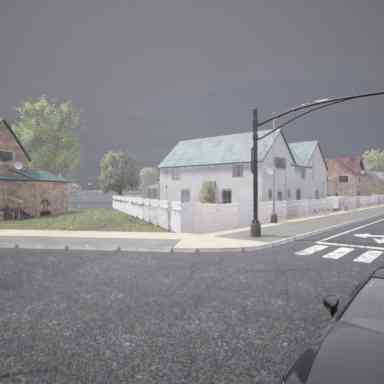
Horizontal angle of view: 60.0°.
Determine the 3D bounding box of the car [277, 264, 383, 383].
[{"bbox_3d":[2.531,1.524,3.416,1.812,1.442,4.674,0,0,42],"label":"car"}]
